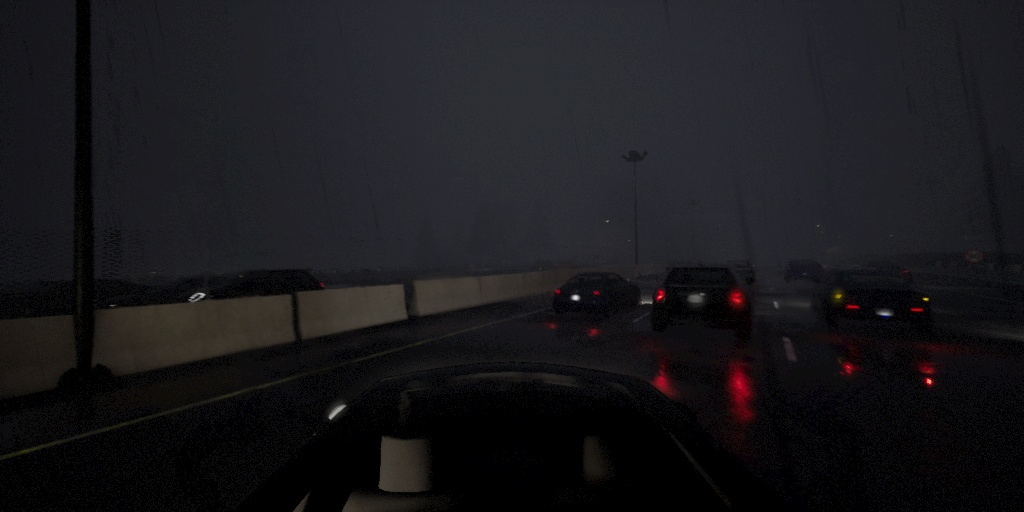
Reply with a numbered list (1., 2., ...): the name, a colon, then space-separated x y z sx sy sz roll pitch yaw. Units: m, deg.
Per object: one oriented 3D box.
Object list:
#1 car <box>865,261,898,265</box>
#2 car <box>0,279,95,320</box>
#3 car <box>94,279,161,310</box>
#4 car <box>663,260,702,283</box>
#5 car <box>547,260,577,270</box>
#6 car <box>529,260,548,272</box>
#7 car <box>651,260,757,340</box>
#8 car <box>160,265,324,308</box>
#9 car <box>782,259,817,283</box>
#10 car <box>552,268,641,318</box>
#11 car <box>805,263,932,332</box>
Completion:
1. car: 21.778 0.982 21.279 1.994 1.385 4.181 -1 -1 35
2. car: -17.229 1.649 14.442 2.033 1.411 5.357 -1 0 35
3. car: -12.791 1.549 14.712 2.033 1.411 5.357 -1 0 35
4. car: 12.820 1.100 26.782 1.837 1.490 4.892 -1 -1 35
5. car: 7.248 1.382 49.663 1.882 1.535 5.008 -1 -1 35
6. car: 4.386 1.378 51.680 2.097 1.767 4.553 -1 -1 35
7. car: 5.391 0.977 9.893 2.097 1.767 4.553 -1 0 35
8. car: -9.523 1.284 13.288 2.097 1.767 4.553 -1 0 35
9. car: 19.475 0.954 24.104 1.882 1.535 5.008 -1 -1 35
10. car: 3.097 1.237 12.721 1.994 1.385 4.181 -1 0 35
11. car: 9.687 1.067 9.975 1.812 1.442 4.674 -1 0 34
